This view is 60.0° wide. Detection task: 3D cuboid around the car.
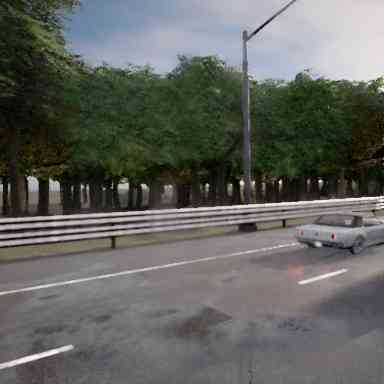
[{"bbox_3d":[6.016,1.400,12.359,4.718,1.301,1.895,-1,1,-35],"label":"car"}]
